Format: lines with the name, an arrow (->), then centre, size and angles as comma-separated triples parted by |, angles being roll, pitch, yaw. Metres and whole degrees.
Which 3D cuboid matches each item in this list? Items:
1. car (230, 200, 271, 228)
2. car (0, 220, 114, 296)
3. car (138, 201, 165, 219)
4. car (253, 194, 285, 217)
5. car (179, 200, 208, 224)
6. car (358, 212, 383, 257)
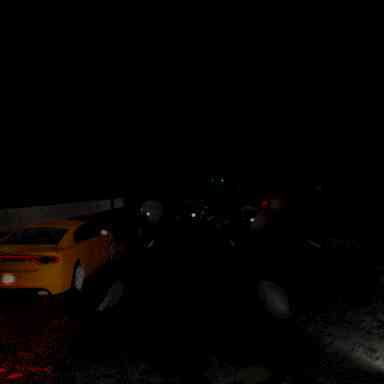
car -> 3.602, 1.492, 22.046 | 1.812, 1.442, 4.674 | 0, 0, 0
car -> -3.398, 1.464, 8.663 | 1.882, 1.535, 5.008 | 0, 0, 0
car -> -3.393, 1.483, 28.258 | 1.812, 1.442, 4.674 | 0, 0, 0
car -> 7.114, 1.173, 31.286 | 2.150, 2.045, 5.566 | 0, 0, 0
car -> 0.104, 1.527, 24.563 | 1.994, 1.385, 4.181 | 0, 0, 0
car -> 7.100, 1.206, 9.702 | 2.150, 2.045, 5.566 | 0, 0, 0
